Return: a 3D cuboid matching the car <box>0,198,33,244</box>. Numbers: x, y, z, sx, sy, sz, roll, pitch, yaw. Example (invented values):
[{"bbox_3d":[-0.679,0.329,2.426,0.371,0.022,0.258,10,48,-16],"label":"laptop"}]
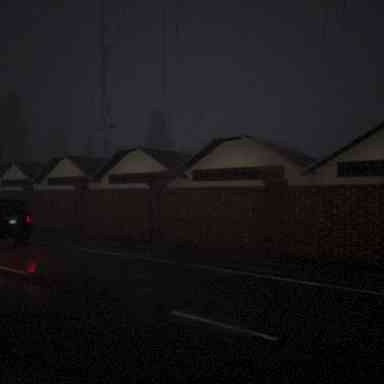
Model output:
[{"bbox_3d":[-9.434,1.308,15.024,5.566,2.045,2.150,0,0,36],"label":"car"}]
